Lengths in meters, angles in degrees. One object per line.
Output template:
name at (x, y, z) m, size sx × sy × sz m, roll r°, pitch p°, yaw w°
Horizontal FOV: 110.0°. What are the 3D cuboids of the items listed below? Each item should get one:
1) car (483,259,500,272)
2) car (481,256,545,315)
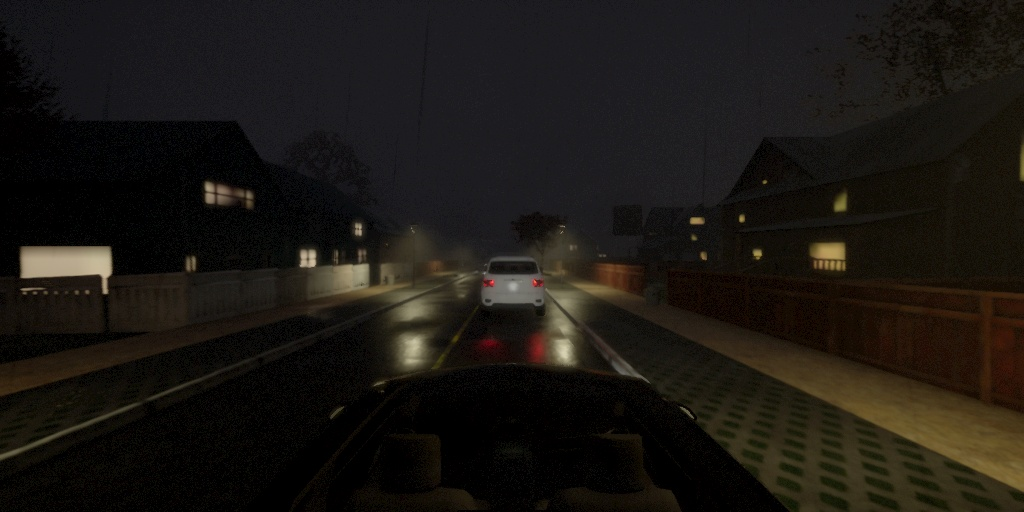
car at (-2.826, 1.298, 50.836) m, size 2.097 × 1.767 × 4.553 m, roll 0°, pitch 0°, yaw 0°
car at (0.064, 1.020, 13.959) m, size 2.150 × 2.045 × 5.566 m, roll 0°, pitch 0°, yaw 0°
